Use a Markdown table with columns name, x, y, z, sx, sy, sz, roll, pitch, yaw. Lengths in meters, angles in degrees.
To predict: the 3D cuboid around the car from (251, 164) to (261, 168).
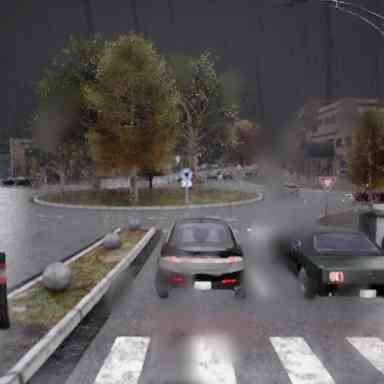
| name | x | y | z | sx | sy | sz | roll | pitch | yaw |
| --- | --- | --- | --- | --- | --- | --- | --- | --- | --- |
| car | 14.609 | -5.627 | 87.510 | 5.566 | 2.045 | 2.435 | 1 | 6 | 10 |

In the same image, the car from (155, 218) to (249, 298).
| name | x | y | z | sx | sy | sz | roll | pitch | yaw |
| --- | --- | --- | --- | --- | --- | --- | --- | --- | --- |
| car | 0.221 | 1.391 | 8.315 | 2.128 | 1.511 | 4.902 | 0 | 1 | 1 |

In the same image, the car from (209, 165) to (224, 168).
| name | x | y | z | sx | sy | sz | roll | pitch | yaw |
| --- | --- | --- | --- | --- | --- | --- | --- | --- | --- |
| car | 6.204 | -5.194 | 84.815 | 2.097 | 1.767 | 4.553 | 1 | 6 | 10 |

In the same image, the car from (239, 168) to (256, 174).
| name | x | y | z | sx | sy | sz | roll | pitch | yaw |
| --- | --- | --- | --- | --- | --- | --- | --- | --- | --- |
| car | 15.536 | -5.888 | 92.772 | 4.674 | 1.452 | 2.002 | 1 | 6 | 11 |

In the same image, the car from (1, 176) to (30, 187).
| name | x | y | z | sx | sy | sz | roll | pitch | yaw |
| --- | --- | --- | --- | --- | --- | --- | --- | --- | --- |
| car | -26.158 | -1.566 | 49.261 | 5.008 | 1.535 | 1.882 | 2 | 6 | 29 |

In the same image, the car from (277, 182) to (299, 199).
| name | x | y | z | sx | sy | sz | roll | pitch | yaw |
| --- | --- | --- | --- | --- | --- | --- | --- | --- | --- |
| car | 9.387 | -0.238 | 32.636 | 2.128 | 1.511 | 4.902 | 1 | 5 | 13 |

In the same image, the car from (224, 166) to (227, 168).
| name | x | y | z | sx | sy | sz | roll | pitch | yaw |
| --- | --- | --- | --- | --- | --- | --- | --- | --- | --- |
| car | 10.243 | -5.549 | 90.497 | 1.895 | 1.301 | 4.718 | 1 | 6 | 11 |

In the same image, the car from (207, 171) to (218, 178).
| name | x | y | z | sx | sy | sz | roll | pitch | yaw |
| --- | --- | --- | --- | --- | --- | --- | --- | --- | --- |
| car | 4.753 | -4.071 | 75.798 | 1.994 | 1.385 | 4.181 | 1 | 6 | 9 |

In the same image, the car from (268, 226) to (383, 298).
| name | x | y | z | sx | sy | sz | roll | pitch | yaw |
| --- | --- | --- | --- | --- | --- | --- | --- | --- | --- |
| car | 3.216 | 1.504 | 8.226 | 1.895 | 1.301 | 4.718 | 0 | 1 | 1 |

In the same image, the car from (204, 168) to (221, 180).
| name | x | y | z | sx | sy | sz | roll | pitch | yaw |
| --- | --- | --- | --- | --- | --- | --- | --- | --- | --- |
| car | 3.971 | -3.277 | 65.872 | 2.097 | 1.767 | 4.553 | 0 | 6 | 1 |

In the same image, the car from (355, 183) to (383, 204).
| name | x | y | z | sx | sy | sz | roll | pitch | yaw |
| --- | --- | --- | --- | --- | --- | --- | --- | --- | --- |
| car | 15.936 | -0.068 | 27.259 | 4.553 | 1.767 | 2.097 | -3 | 4 | -4 |

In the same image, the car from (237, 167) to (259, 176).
| name | x | y | z | sx | sy | sz | roll | pitch | yaw |
| --- | --- | --- | --- | --- | --- | --- | --- | --- | --- |
| car | 13.183 | -4.541 | 79.446 | 4.892 | 1.521 | 2.231 | 1 | 6 | 10 |

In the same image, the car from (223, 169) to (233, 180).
| name | x | y | z | sx | sy | sz | roll | pitch | yaw |
| --- | --- | --- | --- | --- | --- | --- | --- | --- | --- |
| car | 7.267 | -3.345 | 68.043 | 1.837 | 1.490 | 4.892 | 0 | 6 | 3 |
